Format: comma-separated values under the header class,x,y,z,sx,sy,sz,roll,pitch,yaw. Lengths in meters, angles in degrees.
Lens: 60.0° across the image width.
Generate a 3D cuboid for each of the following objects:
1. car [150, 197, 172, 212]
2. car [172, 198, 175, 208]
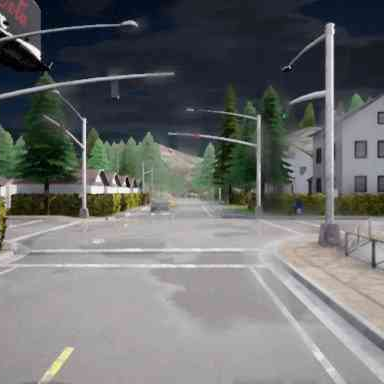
class,x,y,z,sx,sy,sz,roll,pitch,yaw
car,-3.583,1.512,38.128,1.812,1.442,4.674,0,0,0
car,-3.585,1.460,48.600,1.882,1.535,5.008,0,0,0
